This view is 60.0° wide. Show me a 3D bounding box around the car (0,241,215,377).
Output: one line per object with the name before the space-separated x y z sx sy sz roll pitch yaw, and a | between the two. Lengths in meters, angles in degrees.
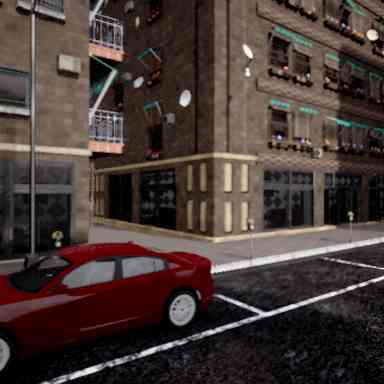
car | -1.685 1.543 5.357 4.507 1.381 1.887 0 0 -36
